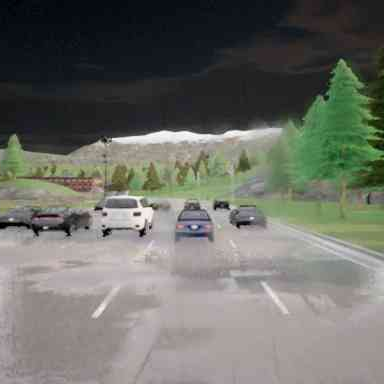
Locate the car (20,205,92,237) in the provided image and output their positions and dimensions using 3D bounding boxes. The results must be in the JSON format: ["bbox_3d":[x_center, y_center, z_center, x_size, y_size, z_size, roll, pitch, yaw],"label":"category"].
[{"bbox_3d":[-6.894,1.478,18.095,2.128,1.511,4.902,0,0,0],"label":"car"}]

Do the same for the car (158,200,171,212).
[{"bbox_3d":[-3.442,1.570,38.378,1.895,1.301,4.718,0,0,1],"label":"car"}]

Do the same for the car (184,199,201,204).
[{"bbox_3d":[0.048,1.495,37.484,1.812,1.442,4.674,0,0,1],"label":"car"}]

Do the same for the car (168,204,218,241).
[{"bbox_3d":[0.106,1.533,16.624,2.033,1.411,5.357,0,0,0],"label":"car"}]

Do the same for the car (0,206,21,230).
[{"bbox_3d":[-10.392,1.548,21.154,1.994,1.385,4.181,0,0,0],"label":"car"}]

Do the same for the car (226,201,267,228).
[{"bbox_3d":[3.607,1.546,21.949,1.994,1.385,4.181,0,0,0],"label":"car"}]

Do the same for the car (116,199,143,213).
[{"bbox_3d":[-6.948,1.518,37.736,2.033,1.411,5.357,0,0,1],"label":"car"}]

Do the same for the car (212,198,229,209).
[{"bbox_3d":[3.580,1.443,41.465,1.882,1.535,5.008,0,0,0],"label":"car"}]

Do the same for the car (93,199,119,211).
[{"bbox_3d":[-10.426,1.532,40.629,1.994,1.385,4.181,0,0,0],"label":"car"}]

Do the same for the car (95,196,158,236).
[{"bbox_3d":[-3.394,1.209,18.345,2.150,2.045,5.566,0,0,0],"label":"car"}]
